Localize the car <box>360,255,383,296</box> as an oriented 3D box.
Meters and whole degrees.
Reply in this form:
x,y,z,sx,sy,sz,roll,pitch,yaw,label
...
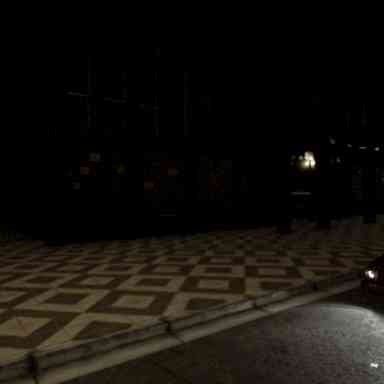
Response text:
x,y,z,sx,sy,sz,roll,pitch,yaw,label
6.017,1.522,7.529,5.357,1.411,2.033,0,0,-35,car
